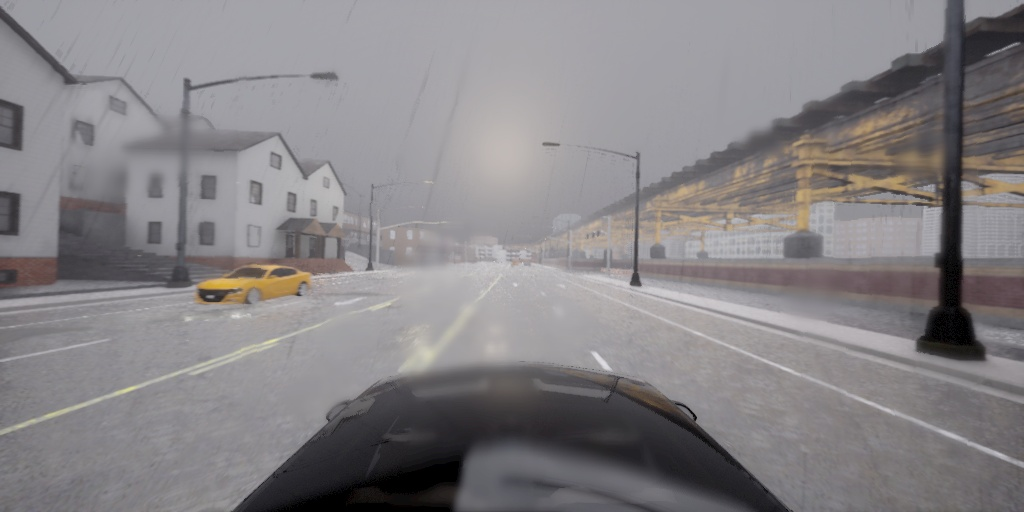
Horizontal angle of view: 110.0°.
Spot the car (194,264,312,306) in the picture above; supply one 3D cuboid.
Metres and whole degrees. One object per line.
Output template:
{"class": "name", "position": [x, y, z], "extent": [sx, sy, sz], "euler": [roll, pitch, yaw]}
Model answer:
{"class": "car", "position": [-10.401, 1.124, 14.886], "extent": [1.882, 1.535, 5.008], "euler": [2, 1, 0]}
